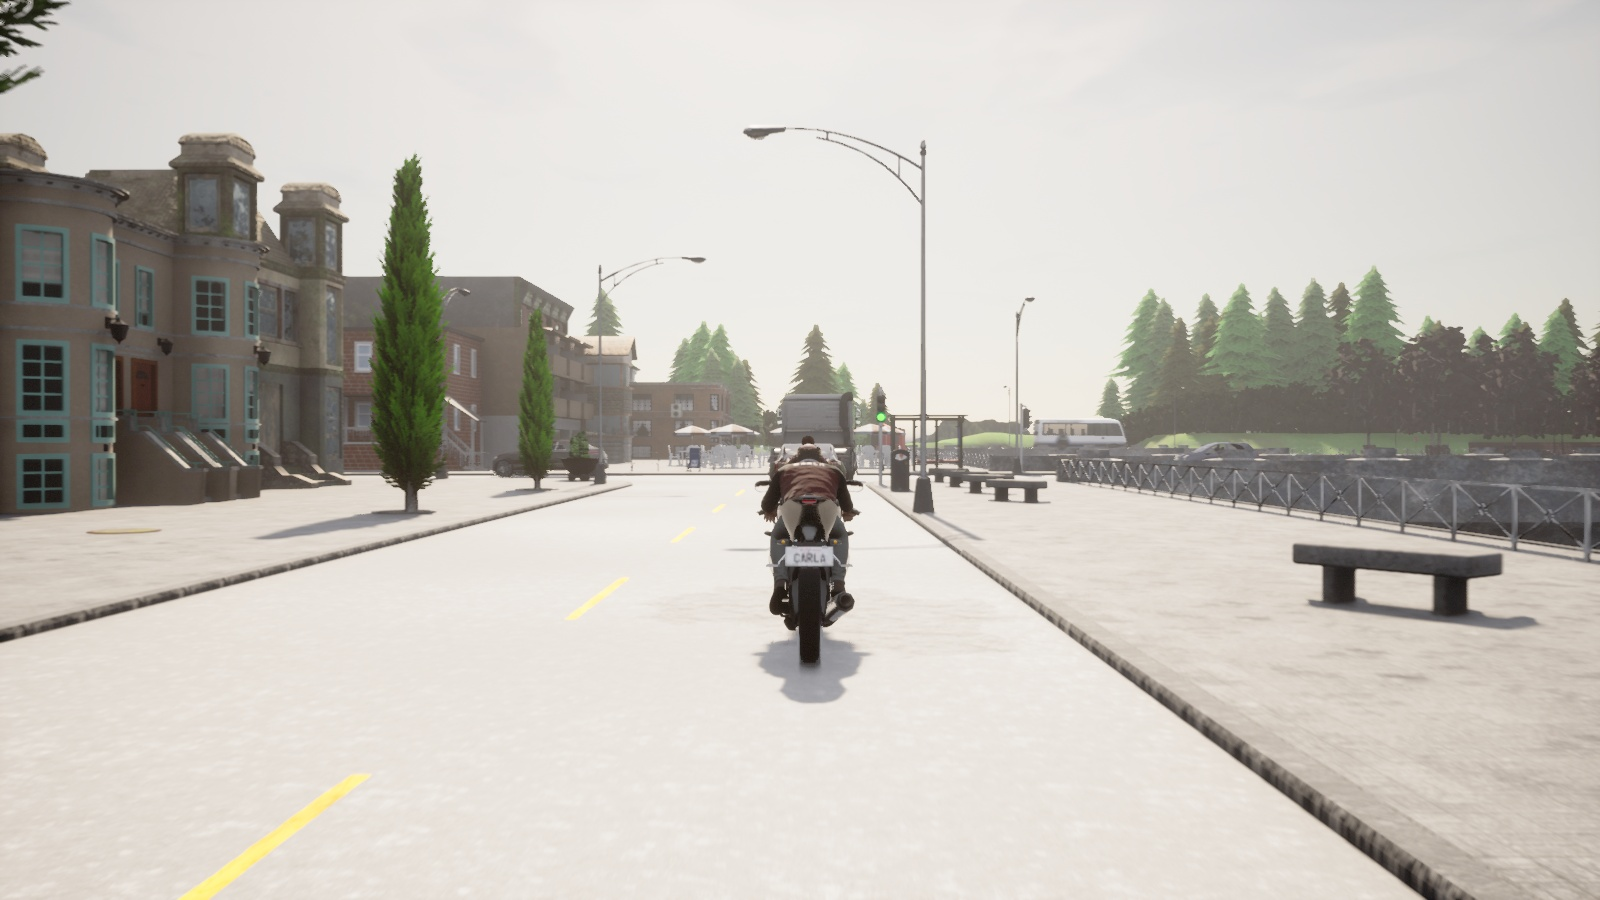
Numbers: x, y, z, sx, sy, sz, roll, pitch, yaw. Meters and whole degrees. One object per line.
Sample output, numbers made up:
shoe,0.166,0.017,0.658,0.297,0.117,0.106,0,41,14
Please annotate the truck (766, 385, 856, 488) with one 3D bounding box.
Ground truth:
truck,0.545,-0.496,46.279,2.891,3.462,7.936,0,0,3

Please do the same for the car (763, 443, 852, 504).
car,0.198,0.561,32.978,2.163,1.488,4.792,0,0,0

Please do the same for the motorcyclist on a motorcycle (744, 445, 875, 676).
motorcyclist on a motorcycle,0.067,0.728,9.431,0.866,1.530,2.191,0,0,0

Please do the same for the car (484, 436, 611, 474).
car,-11.072,0.205,55.276,5.027,1.651,2.152,0,0,8

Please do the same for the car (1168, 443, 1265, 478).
car,18.243,0.464,55.153,3.633,1.501,1.845,0,0,0
